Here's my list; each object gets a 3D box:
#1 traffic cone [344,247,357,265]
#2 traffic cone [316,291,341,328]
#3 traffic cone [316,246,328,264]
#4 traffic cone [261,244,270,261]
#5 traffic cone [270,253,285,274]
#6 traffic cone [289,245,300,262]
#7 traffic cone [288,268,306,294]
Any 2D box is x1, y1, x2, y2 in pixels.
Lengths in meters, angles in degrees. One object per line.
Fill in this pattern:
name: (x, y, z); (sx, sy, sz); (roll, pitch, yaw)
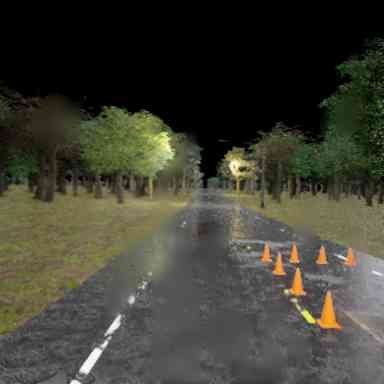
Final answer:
traffic cone: (5.706, 2.292, 11.968); (0.340, 0.580, 0.340); (2, 0, 2)
traffic cone: (2.495, 2.117, 6.082); (0.340, 0.580, 0.340); (2, -1, 2)
traffic cone: (4.708, 2.253, 12.005); (0.340, 0.580, 0.340); (2, 0, 2)
traffic cone: (2.711, 2.174, 12.077); (0.340, 0.580, 0.340); (2, 0, 2)
traffic cone: (2.639, 2.156, 10.079); (0.340, 0.580, 0.340); (2, 0, 2)
traffic cone: (3.709, 2.213, 12.041); (0.340, 0.580, 0.340); (2, 0, 2)
traffic cone: (2.567, 2.137, 8.080); (0.340, 0.580, 0.340); (2, 0, 2)
